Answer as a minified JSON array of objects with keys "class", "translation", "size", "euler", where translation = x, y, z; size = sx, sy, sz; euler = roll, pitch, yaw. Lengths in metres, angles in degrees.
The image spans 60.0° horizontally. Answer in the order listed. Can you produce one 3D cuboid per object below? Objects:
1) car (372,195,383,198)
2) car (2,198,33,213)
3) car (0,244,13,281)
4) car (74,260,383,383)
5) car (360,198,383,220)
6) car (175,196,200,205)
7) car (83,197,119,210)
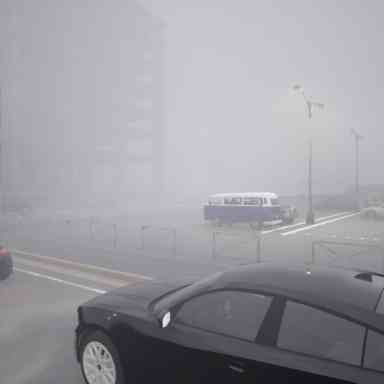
[{"class":"car","translation":[17.926,1.153,29.302],"size":[4.605,1.855,1.932],"euler":[0,0,36]},{"class":"car","translation":[-18.776,1.422,33.579],"size":[1.882,1.535,5.008],"euler":[0,0,36]},{"class":"car","translation":[-6.485,1.564,8.610],"size":[4.181,1.385,1.994],"euler":[0,0,36]},{"class":"car","translation":[0.836,1.478,3.399],"size":[5.008,1.535,1.882],"euler":[0,0,36]},{"class":"car","translation":[14.701,1.395,24.750],"size":[3.806,1.475,1.970],"euler":[0,0,36]},{"class":"car","translation":[-0.699,1.492,58.867],"size":[2.033,1.411,5.357],"euler":[0,0,36]},{"class":"car","translation":[-11.787,1.422,43.393],"size":[1.882,1.535,5.008],"euler":[0,0,35]}]
